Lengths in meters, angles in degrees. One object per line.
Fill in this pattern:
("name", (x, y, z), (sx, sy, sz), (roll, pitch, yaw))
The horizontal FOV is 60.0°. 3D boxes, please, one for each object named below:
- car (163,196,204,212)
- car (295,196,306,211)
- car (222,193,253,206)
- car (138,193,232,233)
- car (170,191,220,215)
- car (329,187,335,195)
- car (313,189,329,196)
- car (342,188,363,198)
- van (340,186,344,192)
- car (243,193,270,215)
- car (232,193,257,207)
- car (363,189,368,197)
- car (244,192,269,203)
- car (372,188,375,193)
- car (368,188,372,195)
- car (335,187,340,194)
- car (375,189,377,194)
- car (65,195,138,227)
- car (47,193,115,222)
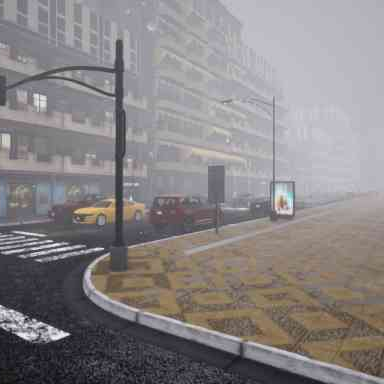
("car", (-0.739, 1.069, 31.577), (1.802, 1.307, 4.206), (2, 2, 35))
("car", (9.344, 0.964, 31.382), (1.947, 1.339, 4.313), (1, 2, 35))
("car", (5.609, 0.828, 40.672), (2.008, 1.369, 4.403), (2, 2, 35))
("car", (-0.179, 1.026, 17.728), (2.192, 1.841, 5.009), (1, 2, 35))
("car", (0.331, 0.878, 28.606), (2.097, 1.767, 4.553), (0, 1, 35))
("car", (31.000, -0.028, 77.055), (1.887, 1.381, 4.507), (2, 2, 35))
("car", (27.826, -0.025, 72.503), (1.967, 1.590, 4.097), (2, 2, 35))
("car", (28.392, 0.308, 58.675), (1.887, 1.381, 4.507), (1, 2, 35))
("van", (37.349, -0.446, 86.145), (1.690, 1.788, 3.998), (2, 2, 35))
("car", (6.169, 1.069, 26.832), (1.947, 1.339, 4.313), (1, 2, 35))
("car", (6.070, 0.842, 36.818), (1.837, 1.490, 4.892), (0, 1, 35))
("car", (31.567, 0.098, 63.220), (1.967, 1.590, 4.097), (1, 2, 35))
("car", (8.782, 0.754, 45.220), (1.802, 1.307, 4.206), (2, 2, 35))
("car", (37.916, -0.012, 72.321), (1.887, 1.381, 4.507), (1, 2, 35))
("car", (34.741, 0.095, 67.772), (1.887, 1.381, 4.507), (1, 2, 35))
("car", (34.175, -0.240, 81.600), (1.967, 1.590, 4.097), (2, 2, 35))
("car", (44.265, -0.221, 81.419), (2.008, 1.369, 4.403), (1, 2, 35))
("car", (-5.054, 1.180, 20.885), (1.882, 1.535, 5.008), (0, 1, 34))
("car", (-7.085, 1.010, 22.474), (2.192, 1.841, 5.009), (1, 2, 35))
